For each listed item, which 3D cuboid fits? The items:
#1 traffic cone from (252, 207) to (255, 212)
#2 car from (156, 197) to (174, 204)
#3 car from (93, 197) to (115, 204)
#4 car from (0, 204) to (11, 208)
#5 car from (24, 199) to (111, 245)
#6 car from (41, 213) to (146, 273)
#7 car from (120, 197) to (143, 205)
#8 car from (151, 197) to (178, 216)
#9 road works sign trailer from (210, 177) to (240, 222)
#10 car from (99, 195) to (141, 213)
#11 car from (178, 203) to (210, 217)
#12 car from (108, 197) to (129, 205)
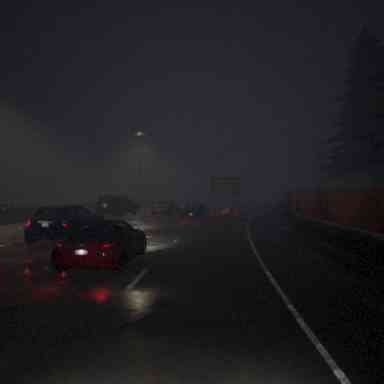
[{"bbox_3d":[7.409,2.090,40.090,0.340,0.580,0.340,0,0,14],"label":"traffic cone"},{"bbox_3d":[-5.497,1.718,68.541,1.812,1.442,4.674,0,0,25],"label":"car"},{"bbox_3d":[-17.630,1.695,67.110,1.812,1.442,4.674,0,0,23],"label":"car"},{"bbox_3d":[-18.229,1.604,29.021,2.033,1.411,5.357,0,0,11],"label":"car"},{"bbox_3d":[-5.829,1.390,15.840,2.097,1.767,4.553,0,0,6],"label":"car"},{"bbox_3d":[-2.812,1.593,10.916,1.994,1.385,4.181,0,0,4],"label":"car"},{"bbox_3d":[-11.491,1.676,63.633,1.837,1.490,4.892,0,0,23],"label":"car"},{"bbox_3d":[-2.607,1.577,34.079,1.882,1.535,5.008,0,0,13],"label":"car"},{"bbox_3d":[2.876,0.554,27.818,2.380,3.560,2.880,0,0,14],"label":"road works sign trailer"},{"bbox_3d":[-6.901,1.304,31.101,2.150,2.045,5.566,0,0,12],"label":"car"},{"bbox_3d":[0.441,1.698,31.872,1.895,1.301,4.718,0,0,13],"label":"car"},{"bbox_3d":[-14.461,1.697,65.595,1.812,1.442,4.674,0,0,23],"label":"car"}]
